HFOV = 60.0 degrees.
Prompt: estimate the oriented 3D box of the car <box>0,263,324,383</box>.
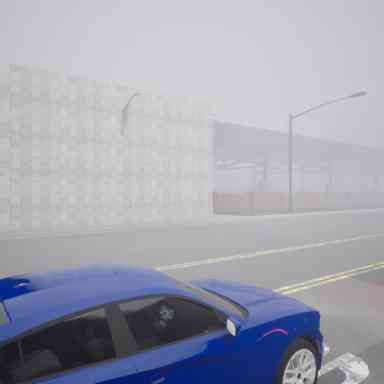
[{"bbox_3d":[-0.733,1.478,3.227,5.008,1.535,1.882,0,0,-36],"label":"car"}]
